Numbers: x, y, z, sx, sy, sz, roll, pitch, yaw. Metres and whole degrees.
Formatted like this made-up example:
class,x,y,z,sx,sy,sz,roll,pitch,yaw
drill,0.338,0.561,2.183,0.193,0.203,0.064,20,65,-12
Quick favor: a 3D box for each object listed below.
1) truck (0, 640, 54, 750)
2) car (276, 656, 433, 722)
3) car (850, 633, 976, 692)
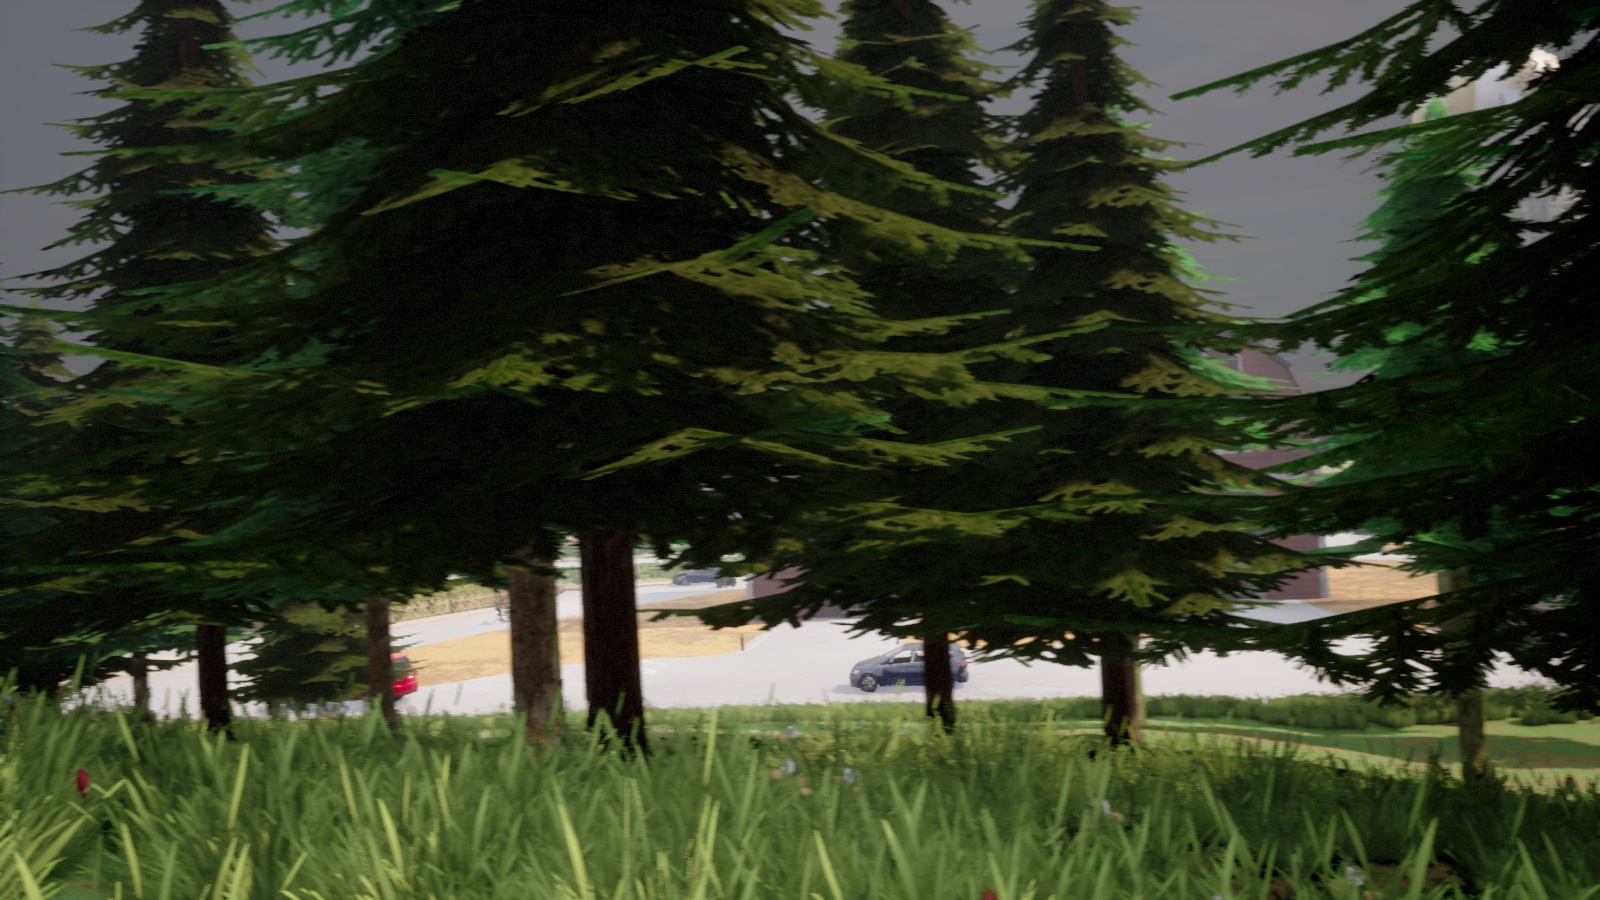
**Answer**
class,x,y,z,sx,sy,sz,roll,pitch,yaw
truck,-35.016,10.049,50.079,8.468,3.827,2.891,-4,0,-3
car,-18.148,9.753,51.277,5.566,2.045,2.150,-4,-1,7
car,4.381,8.162,48.349,4.611,1.667,2.242,-4,-1,7
